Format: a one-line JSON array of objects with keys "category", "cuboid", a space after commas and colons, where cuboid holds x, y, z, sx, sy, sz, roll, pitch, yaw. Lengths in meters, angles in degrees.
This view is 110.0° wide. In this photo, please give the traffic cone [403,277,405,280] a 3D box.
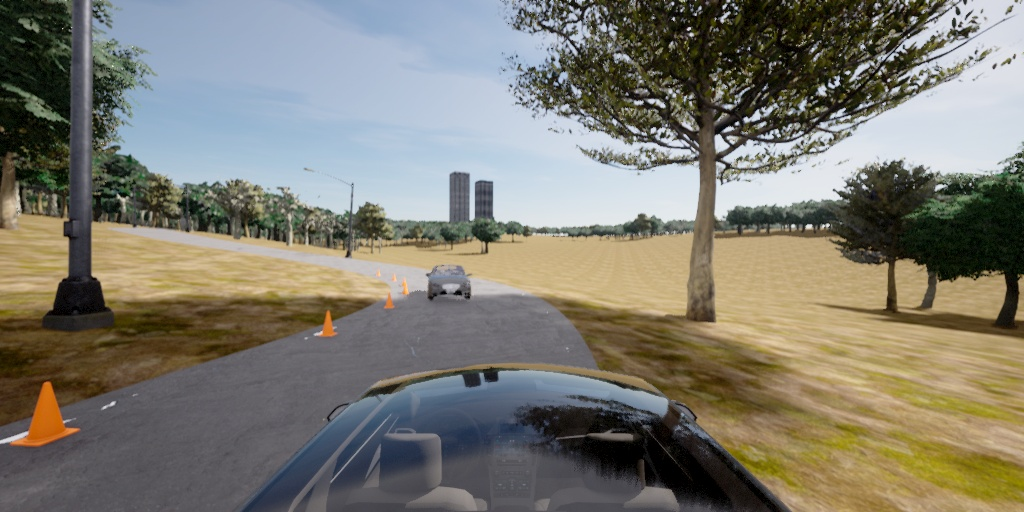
[{"category": "traffic cone", "cuboid": [-6.700, 1.593, 22.297, 0.340, 0.580, 0.340, 0, 0, -22]}]

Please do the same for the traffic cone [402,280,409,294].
[{"category": "traffic cone", "cuboid": [-5.313, 1.608, 17.900, 0.340, 0.580, 0.340, 0, 0, -13]}]

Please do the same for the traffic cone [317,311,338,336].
[{"category": "traffic cone", "cuboid": [-4.486, 1.629, 8.741, 0.340, 0.580, 0.340, 0, 0, 3]}]

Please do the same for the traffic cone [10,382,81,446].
[{"category": "traffic cone", "cuboid": [-4.965, 1.642, 3.825, 0.340, 0.580, 0.340, 0, 0, 4]}]

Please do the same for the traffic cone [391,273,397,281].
[{"category": "traffic cone", "cuboid": [-8.701, 1.524, 26.445, 0.340, 0.580, 0.340, 0, 0, -30]}]

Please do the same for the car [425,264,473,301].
[{"category": "car", "cuboid": [-2.990, 1.156, 16.943, 2.128, 1.511, 4.902, 0, 0, -12]}]

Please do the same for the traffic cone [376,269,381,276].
[{"category": "traffic cone", "cuboid": [-11.275, 1.361, 30.261, 0.340, 0.580, 0.340, 0, 0, -38]}]

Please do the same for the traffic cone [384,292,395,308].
[{"category": "traffic cone", "cuboid": [-4.569, 1.621, 13.350, 0.340, 0.580, 0.340, 0, 0, -5]}]
